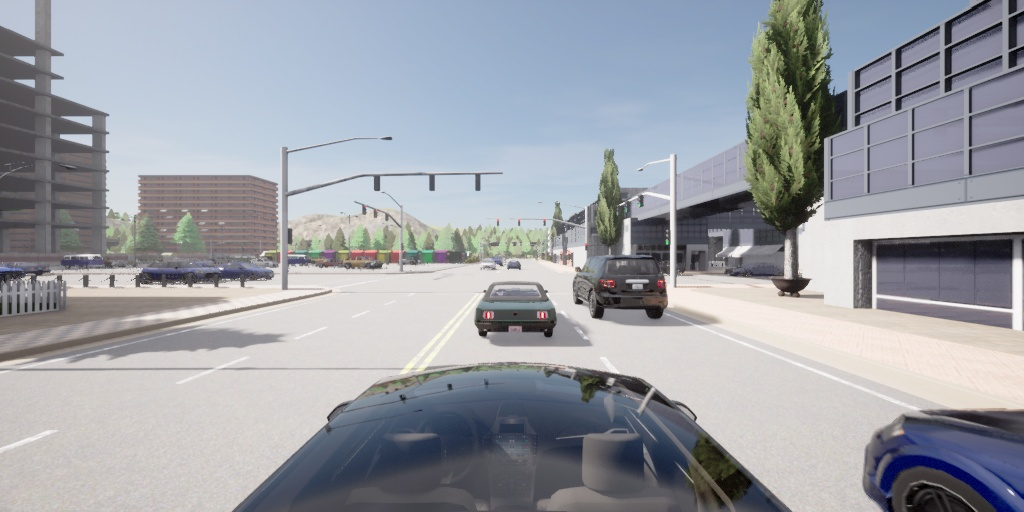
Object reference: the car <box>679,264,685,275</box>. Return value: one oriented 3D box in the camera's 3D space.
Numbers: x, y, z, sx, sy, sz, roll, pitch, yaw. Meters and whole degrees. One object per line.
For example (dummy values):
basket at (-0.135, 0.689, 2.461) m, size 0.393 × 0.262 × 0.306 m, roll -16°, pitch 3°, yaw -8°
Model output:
car at (15.038, 1.252, 36.663) m, size 4.892 × 1.490 × 1.837 m, roll -1°, pitch 0°, yaw 1°

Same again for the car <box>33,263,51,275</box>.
car at (-49.996, 1.297, 36.100) m, size 5.357 × 1.411 × 2.033 m, roll 0°, pitch 0°, yaw 1°

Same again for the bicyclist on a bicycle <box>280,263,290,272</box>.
bicyclist on a bicycle at (-25.259, 1.052, 39.874) m, size 0.582 × 1.620 × 1.656 m, roll 0°, pitch 0°, yaw 0°

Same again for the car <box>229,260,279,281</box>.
car at (-21.757, 1.275, 28.903) m, size 4.674 × 1.442 × 1.812 m, roll 0°, pitch 0°, yaw 0°

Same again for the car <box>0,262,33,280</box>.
car at (-42.637, 1.227, 28.949) m, size 5.008 × 1.535 × 1.882 m, roll 0°, pitch 0°, yaw 0°

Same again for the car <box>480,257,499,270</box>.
car at (-3.430, 1.275, 51.503) m, size 1.812 × 1.442 × 4.674 m, roll 0°, pitch 0°, yaw 3°

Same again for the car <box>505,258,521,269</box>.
car at (0.351, 1.314, 55.031) m, size 1.994 × 1.385 × 4.181 m, roll 0°, pitch 0°, yaw 2°

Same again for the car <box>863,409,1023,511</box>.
car at (3.597, 1.314, 0.892) m, size 1.994 × 1.385 × 4.181 m, roll 0°, pitch 0°, yaw 0°

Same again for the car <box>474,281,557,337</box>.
car at (0.105, 1.351, 10.236) m, size 1.895 × 1.301 × 4.718 m, roll 0°, pitch 0°, yaw 1°

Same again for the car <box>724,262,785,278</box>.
car at (22.646, 1.297, 33.094) m, size 5.357 × 1.411 × 2.033 m, roll 0°, pitch 0°, yaw 1°

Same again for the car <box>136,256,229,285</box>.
car at (-23.322, 1.102, 25.387) m, size 4.553 × 1.767 × 2.097 m, roll 0°, pitch 0°, yaw 0°

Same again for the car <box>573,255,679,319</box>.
car at (3.625, 0.971, 12.961) m, size 2.150 × 2.045 × 5.566 m, roll 0°, pitch 0°, yaw 1°
